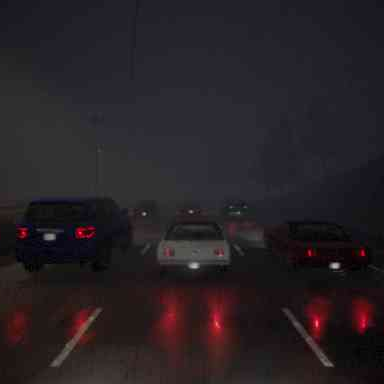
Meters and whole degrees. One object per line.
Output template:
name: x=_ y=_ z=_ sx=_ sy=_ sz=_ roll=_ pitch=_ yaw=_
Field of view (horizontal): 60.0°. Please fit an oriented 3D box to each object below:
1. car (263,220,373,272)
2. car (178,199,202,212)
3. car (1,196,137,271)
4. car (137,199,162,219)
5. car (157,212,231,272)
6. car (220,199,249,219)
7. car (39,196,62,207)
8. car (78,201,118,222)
car: x=3.571 y=1.531 z=10.483 sx=1.895 sy=1.301 sz=4.718 roll=0 pitch=0 yaw=0
car: x=-0.159 y=1.340 z=28.140 sx=1.812 sy=1.442 sz=4.674 roll=0 pitch=1 yaw=-2
car: x=-3.428 y=1.152 z=10.759 sx=2.150 sy=2.045 sz=5.566 roll=0 pitch=1 yaw=1
car: x=-3.616 y=1.329 z=26.993 sx=1.837 sy=1.490 sz=4.892 roll=0 pitch=1 yaw=-2
car: x=0.071 y=1.531 z=10.486 sx=1.895 sy=1.301 sz=4.718 roll=0 pitch=0 yaw=0
car: x=3.383 y=1.315 z=27.012 sx=2.128 sy=1.511 sz=4.902 roll=0 pitch=1 yaw=-2
car: x=-19.781 y=1.256 z=46.649 sx=1.994 sy=1.385 sz=4.181 roll=0 pitch=0 yaw=-9
car: x=-7.059 y=1.433 z=25.490 sx=1.895 sy=1.301 sz=4.718 roll=0 pitch=0 yaw=-1
